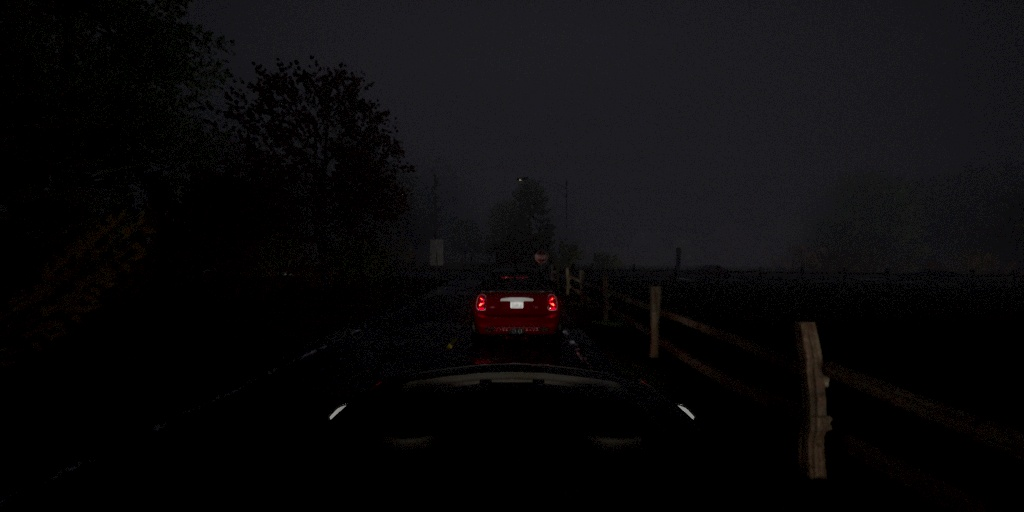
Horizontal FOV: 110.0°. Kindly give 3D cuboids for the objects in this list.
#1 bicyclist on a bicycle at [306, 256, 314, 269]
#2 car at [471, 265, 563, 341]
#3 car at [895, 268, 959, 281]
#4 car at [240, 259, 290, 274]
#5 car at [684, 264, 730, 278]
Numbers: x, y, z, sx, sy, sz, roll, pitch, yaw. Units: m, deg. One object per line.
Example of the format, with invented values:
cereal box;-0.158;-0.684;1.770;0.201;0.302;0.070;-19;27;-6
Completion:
bicyclist on a bicycle;-22.609;0.802;40.191;0.582;1.620;1.656;1;0;0
car;0.110;1.090;9.984;2.097;1.767;4.553;0;0;0
car;42.722;1.907;37.055;4.718;1.301;1.895;1;1;1
car;-23.611;0.979;34.207;4.181;1.385;1.994;1;1;0
car;20.155;1.544;37.157;4.181;1.385;1.994;1;1;0
